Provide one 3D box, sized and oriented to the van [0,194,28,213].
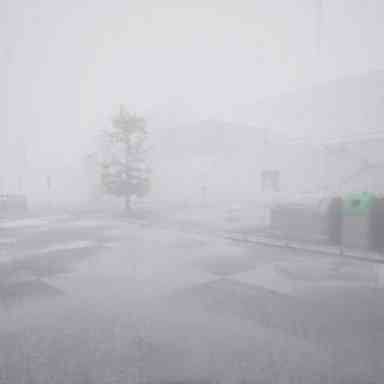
[{"bbox_3d":[-19.090,1.237,33.647,1.878,1.987,4.442,-2,-1,28],"label":"van"}]
